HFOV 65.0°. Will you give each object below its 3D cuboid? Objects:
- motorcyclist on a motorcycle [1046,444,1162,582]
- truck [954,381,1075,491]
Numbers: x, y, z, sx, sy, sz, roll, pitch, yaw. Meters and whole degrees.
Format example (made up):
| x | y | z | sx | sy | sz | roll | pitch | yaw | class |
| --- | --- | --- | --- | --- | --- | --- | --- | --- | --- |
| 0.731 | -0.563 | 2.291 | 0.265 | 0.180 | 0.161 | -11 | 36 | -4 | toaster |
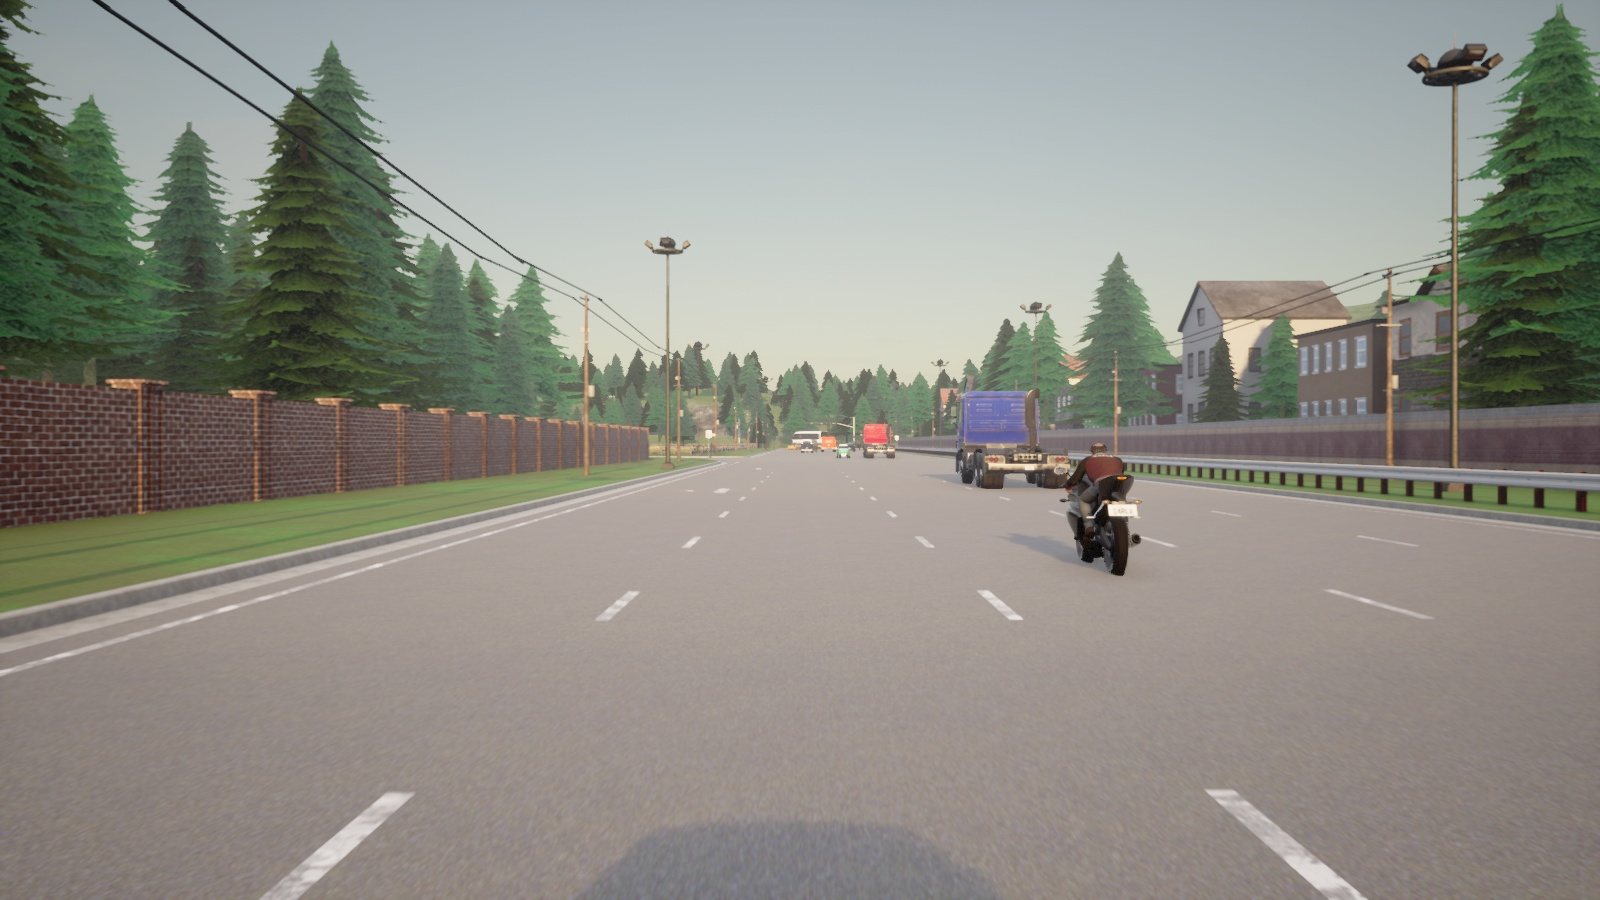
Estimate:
| x | y | z | sx | sy | sz | roll | pitch | yaw | class |
| --- | --- | --- | --- | --- | --- | --- | --- | --- | --- |
| 3.602 | 0.699 | 15.088 | 0.866 | 1.530 | 2.191 | 0 | 0 | 0 | motorcyclist on a motorcycle |
| 7.265 | -0.475 | 43.616 | 2.891 | 3.462 | 7.936 | 0 | 0 | 0 | truck |
